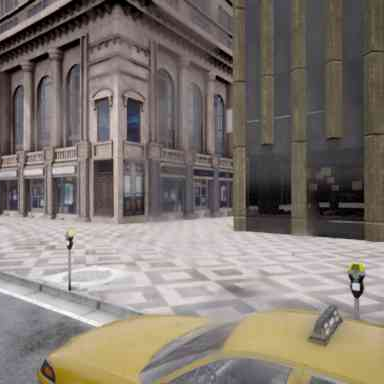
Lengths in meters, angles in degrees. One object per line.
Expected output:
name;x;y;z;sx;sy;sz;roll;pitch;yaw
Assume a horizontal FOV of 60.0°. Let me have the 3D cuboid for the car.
car;0.718;1.525;2.462;4.829;1.417;1.752;0;0;36
